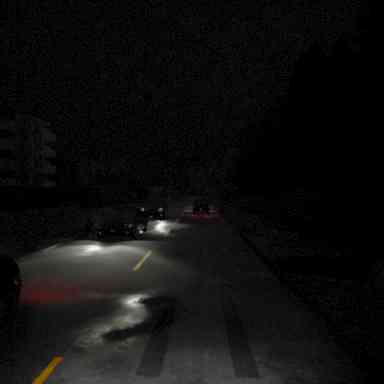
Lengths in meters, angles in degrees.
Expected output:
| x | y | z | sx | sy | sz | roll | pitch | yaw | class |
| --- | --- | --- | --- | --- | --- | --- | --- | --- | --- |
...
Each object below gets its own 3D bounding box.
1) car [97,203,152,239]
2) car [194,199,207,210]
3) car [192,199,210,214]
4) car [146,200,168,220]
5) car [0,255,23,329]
| x | y | z | sx | sy | sz | roll | pitch | yaw | class |
| --- | --- | --- | --- | --- | --- | --- | --- | --- | --- |
| -3.649 | 1.569 | 18.097 | 1.882 | 1.535 | 5.008 | 0 | -1 | 2 | car |
| 1.284 | 1.749 | 48.209 | 1.837 | 1.490 | 4.892 | 0 | 0 | 2 | car |
| 1.042 | 1.721 | 38.614 | 1.812 | 1.442 | 4.674 | 0 | 0 | 1 | car |
| -3.353 | 1.502 | 29.833 | 2.097 | 1.767 | 4.553 | 0 | 0 | 2 | car |
| -4.037 | 1.547 | 4.330 | 1.812 | 1.442 | 4.674 | 0 | 0 | 1 | car |
